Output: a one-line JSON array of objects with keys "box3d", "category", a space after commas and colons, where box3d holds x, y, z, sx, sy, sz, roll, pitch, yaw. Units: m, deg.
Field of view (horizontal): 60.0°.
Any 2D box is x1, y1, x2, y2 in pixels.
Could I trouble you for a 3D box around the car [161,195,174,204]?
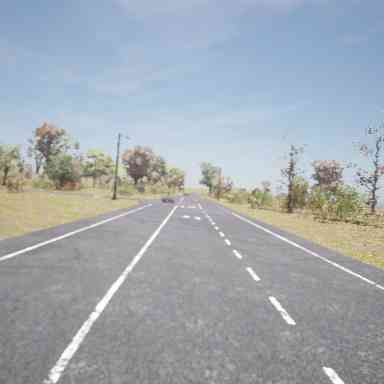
[{"box3d": [-3.968, 1.156, 55.104, 1.994, 1.385, 4.181, 5, 0, -1], "category": "car"}]
